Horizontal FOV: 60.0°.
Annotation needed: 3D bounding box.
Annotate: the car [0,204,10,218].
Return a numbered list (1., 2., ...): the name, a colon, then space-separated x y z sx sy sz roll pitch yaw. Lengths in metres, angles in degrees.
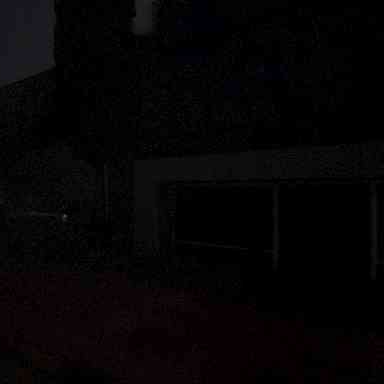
1. car: -18.205 1.478 28.108 1.882 1.535 5.008 0 0 36

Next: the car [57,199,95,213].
1. car: -12.292 1.505 36.317 1.837 1.490 4.892 0 0 36
